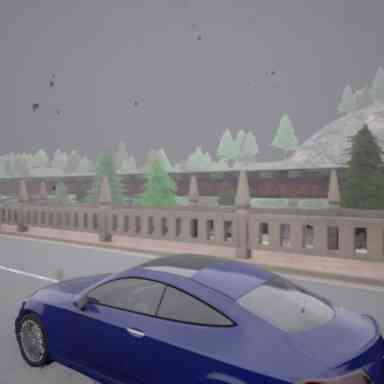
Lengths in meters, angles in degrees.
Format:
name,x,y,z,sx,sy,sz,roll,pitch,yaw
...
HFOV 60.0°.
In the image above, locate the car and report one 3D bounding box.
name,x,y,z,sx,sy,sz,roll,pitch,yaw
car,-0.257,1.511,4.048,4.674,1.442,1.812,0,0,36
